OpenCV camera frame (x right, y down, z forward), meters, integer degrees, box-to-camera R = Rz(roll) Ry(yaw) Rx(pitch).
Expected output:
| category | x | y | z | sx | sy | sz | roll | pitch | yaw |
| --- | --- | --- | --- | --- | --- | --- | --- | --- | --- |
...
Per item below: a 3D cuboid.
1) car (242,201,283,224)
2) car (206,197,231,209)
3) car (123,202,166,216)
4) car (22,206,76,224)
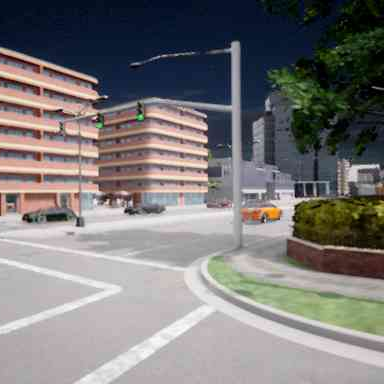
| category | x | y | z | sx | sy | sz | roll | pitch | yaw |
| --- | --- | --- | --- | --- | --- | --- | --- | --- | --- |
| car | 5.563 | 1.477 | 26.511 | 2.097 | 1.767 | 4.553 | -1 | 0 | 36 |
| car | 4.024 | 1.654 | 50.073 | 2.097 | 1.767 | 4.553 | -1 | 0 | 36 |
| car | -5.208 | 1.851 | 37.379 | 2.033 | 1.411 | 5.357 | -1 | -1 | 36 |
| car | -11.994 | 1.870 | 28.018 | 1.994 | 1.385 | 4.181 | -1 | 0 | 36 |
